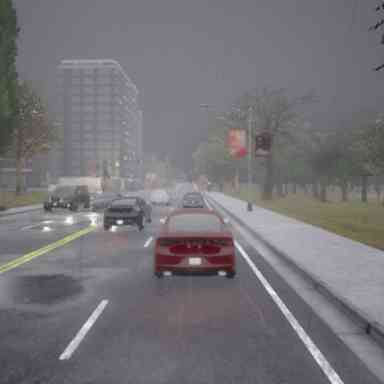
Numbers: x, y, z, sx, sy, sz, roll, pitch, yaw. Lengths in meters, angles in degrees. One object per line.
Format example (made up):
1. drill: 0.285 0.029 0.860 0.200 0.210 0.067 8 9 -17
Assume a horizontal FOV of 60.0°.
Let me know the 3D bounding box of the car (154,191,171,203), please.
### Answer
1. car: -3.153 0.580 33.342 1.812 1.442 4.674 0 1 0

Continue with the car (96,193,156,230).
1. car: -3.154 1.001 17.004 1.837 1.490 4.892 0 1 0

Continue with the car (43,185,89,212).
1. car: -9.851 0.454 26.692 2.150 2.045 5.566 0 2 0

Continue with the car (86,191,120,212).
1. car: -6.600 0.736 26.711 1.837 1.490 4.892 0 2 0

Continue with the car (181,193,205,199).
1. car: 0.094 0.758 27.477 2.033 1.411 5.357 0 2 0

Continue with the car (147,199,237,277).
1. car: 0.075 1.195 9.318 1.882 1.535 5.008 0 2 0
